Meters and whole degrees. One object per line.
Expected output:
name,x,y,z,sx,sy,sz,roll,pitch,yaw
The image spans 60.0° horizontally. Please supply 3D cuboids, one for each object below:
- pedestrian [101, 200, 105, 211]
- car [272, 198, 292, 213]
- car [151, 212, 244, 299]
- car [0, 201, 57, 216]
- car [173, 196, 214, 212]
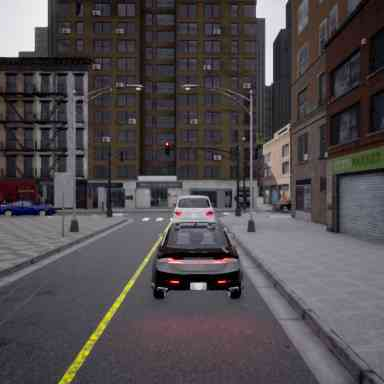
pedestrian,-10.174,1.496,37.960,0.375,1.300,0.375,0,0,-1
car,10.937,1.385,35.188,4.892,1.490,1.837,0,0,-2
car,0.097,1.490,8.440,2.128,1.511,4.902,0,0,0
car,-15.487,1.576,31.649,5.008,1.535,1.882,0,0,-2
car,0.092,1.214,18.894,2.150,2.045,5.566,0,0,0
